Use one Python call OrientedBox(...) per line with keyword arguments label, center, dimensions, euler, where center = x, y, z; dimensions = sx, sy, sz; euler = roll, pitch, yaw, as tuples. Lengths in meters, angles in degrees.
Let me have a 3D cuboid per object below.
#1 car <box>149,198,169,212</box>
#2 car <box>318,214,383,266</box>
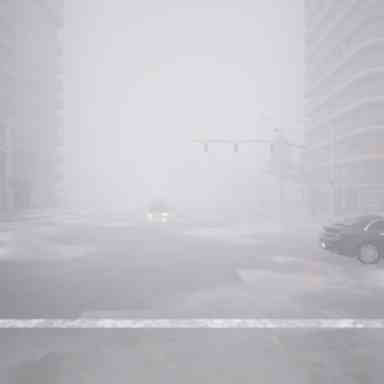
OrientedBox(label="car", center=(-3.625, 1.446, 37.018), dimensions=(1.837, 1.490, 4.892), euler=(0, 0, 0))
OrientedBox(label="car", center=(6.727, 1.494, 10.935), dimensions=(4.892, 1.490, 1.837), euler=(0, 0, 0))
